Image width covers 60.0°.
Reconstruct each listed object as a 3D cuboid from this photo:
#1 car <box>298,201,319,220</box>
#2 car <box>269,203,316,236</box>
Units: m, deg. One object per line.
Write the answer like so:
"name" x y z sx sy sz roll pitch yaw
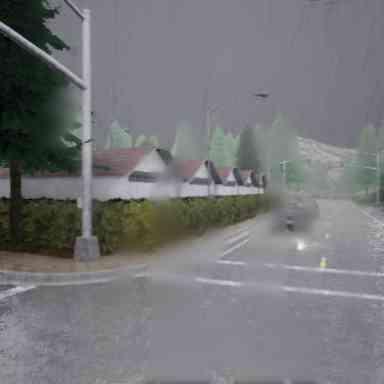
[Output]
"car" 9.856 1.525 28.688 1.882 1.535 5.008 0 0 24
"car" 5.817 1.615 19.232 2.033 1.411 5.357 0 0 23
